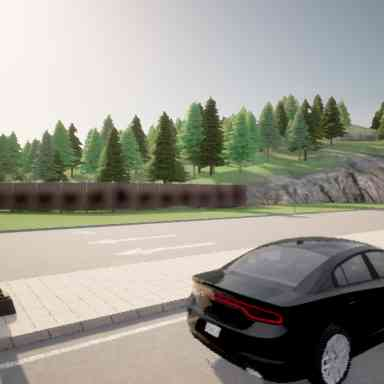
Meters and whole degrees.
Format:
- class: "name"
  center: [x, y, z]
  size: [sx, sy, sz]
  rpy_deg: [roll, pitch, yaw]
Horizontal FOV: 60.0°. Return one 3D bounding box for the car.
- class: "car"
  center: [2.255, 1.478, 5.357]
  size: [5.008, 1.535, 1.882]
  rpy_deg: [0, 0, -35]
